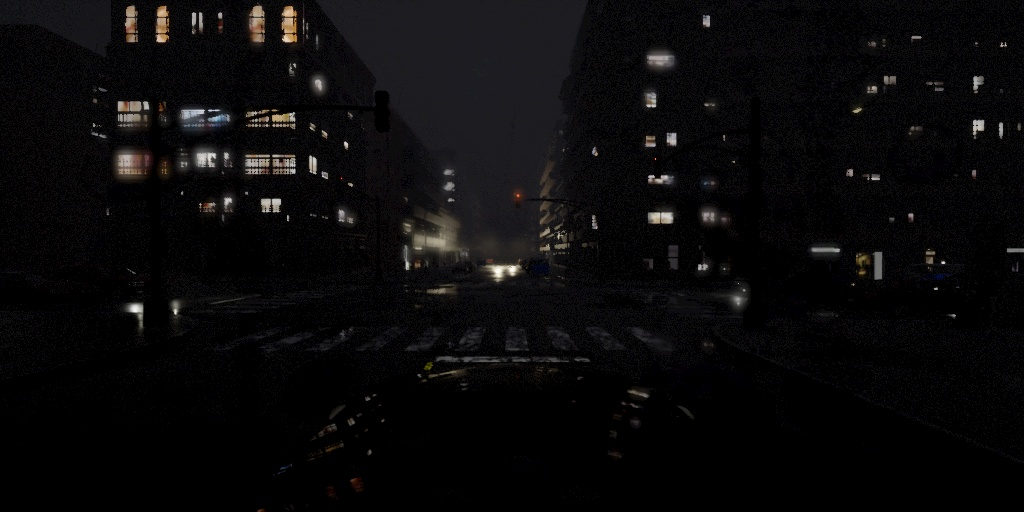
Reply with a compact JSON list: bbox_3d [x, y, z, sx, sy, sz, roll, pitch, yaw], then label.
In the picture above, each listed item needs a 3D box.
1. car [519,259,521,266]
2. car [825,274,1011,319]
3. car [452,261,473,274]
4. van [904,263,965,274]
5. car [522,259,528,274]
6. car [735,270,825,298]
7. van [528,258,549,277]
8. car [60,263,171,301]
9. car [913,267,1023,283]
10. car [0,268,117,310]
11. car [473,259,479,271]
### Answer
[{"bbox_3d":[2.615,1.252,58.012,1.967,1.591,4.097,0,0,0],"label":"car"},{"bbox_3d":[14.696,1.498,13.194,4.507,1.381,1.888,0,0,0],"label":"car"},{"bbox_3d":[-5.888,1.358,41.490,1.802,1.307,4.207,0,0,0],"label":"car"},{"bbox_3d":[26.071,1.342,21.558,3.998,1.789,1.690,0,0,0],"label":"van"},{"bbox_3d":[2.679,1.091,41.451,2.192,1.841,5.009,0,0,0],"label":"car"},{"bbox_3d":[14.955,1.453,18.987,5.357,1.411,2.033,1,0,0],"label":"car"},{"bbox_3d":[2.774,1.109,35.954,1.690,1.789,3.998,0,0,0],"label":"van"},{"bbox_3d":[-18.007,1.086,15.794,5.008,1.535,1.882,1,0,0],"label":"car"},{"bbox_3d":[24.865,1.516,18.981,4.892,1.490,1.837,1,0,0],"label":"car"},{"bbox_3d":[-17.756,1.215,13.212,4.207,1.307,1.802,0,0,0],"label":"car"},{"bbox_3d":[-5.895,1.352,47.012,1.948,1.339,4.313,0,0,0],"label":"car"}]
